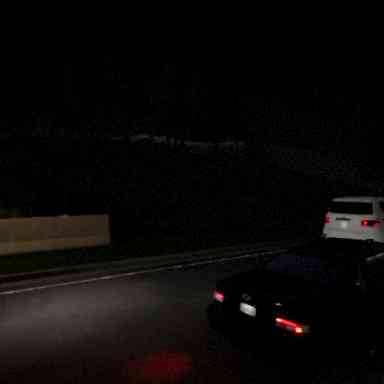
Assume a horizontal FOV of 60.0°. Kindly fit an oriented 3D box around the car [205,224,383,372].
[{"bbox_3d":[2.778,1.538,5.650,5.357,1.411,2.033,0,0,-34],"label":"car"}]

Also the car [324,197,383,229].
[{"bbox_3d":[7.526,1.200,13.091,5.566,2.045,2.150,0,0,-34],"label":"car"}]
